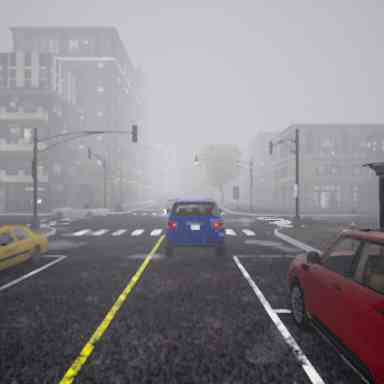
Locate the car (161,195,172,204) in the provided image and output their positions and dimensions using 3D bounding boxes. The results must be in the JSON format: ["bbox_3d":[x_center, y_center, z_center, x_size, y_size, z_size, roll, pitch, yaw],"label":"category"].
[{"bbox_3d":[-5.701,1.717,75.903,2.192,1.841,5.009,0,0,0],"label":"car"}]

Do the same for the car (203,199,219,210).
[{"bbox_3d":[2.684,1.780,47.418,2.008,1.369,4.403,0,0,0],"label":"car"}]

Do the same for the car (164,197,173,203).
[{"bbox_3d":[-5.702,2.006,81.599,1.947,1.339,4.313,0,0,0],"label":"car"}]

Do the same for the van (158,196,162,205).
[{"bbox_3d":[-5.700,1.671,64.510,1.690,1.788,3.998,0,0,0],"label":"van"}]

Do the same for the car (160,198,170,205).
[{"bbox_3d":[-5.700,1.947,70.205,1.802,1.307,4.206,0,0,0],"label":"car"}]

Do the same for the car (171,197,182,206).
[{"bbox_3d":[-3.020,1.840,65.935,1.837,1.490,4.892,0,0,0],"label":"car"}]

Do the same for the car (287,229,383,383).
[{"bbox_3d":[2.690,1.332,3.928,2.192,1.841,5.009,0,0,0],"label":"car"}]

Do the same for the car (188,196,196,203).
[{"bbox_3d":[-0.010,1.898,84.607,2.128,1.511,4.902,0,0,0],"label":"car"}]

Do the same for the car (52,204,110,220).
[{"bbox_3d":[-9.826,1.709,29.346,4.718,1.301,1.895,0,0,12],"label":"car"}]

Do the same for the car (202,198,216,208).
[{"bbox_3d":[2.683,1.703,53.115,1.967,1.590,4.097,0,0,0],"label":"car"}]

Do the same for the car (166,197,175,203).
[{"bbox_3d":[-5.703,2.031,87.295,2.008,1.369,4.403,0,0,0],"label":"car"}]

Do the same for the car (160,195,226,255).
[{"bbox_3d":[0.106,1.279,13.648,2.150,2.045,5.566,0,0,0],"label":"car"}]

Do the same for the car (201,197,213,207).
[{"bbox_3d":[2.682,1.736,58.812,1.967,1.590,4.097,0,0,0],"label":"car"}]

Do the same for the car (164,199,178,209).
[{"bbox_3d":[-3.081,1.770,49.929,1.812,1.442,4.674,0,0,0],"label":"car"}]

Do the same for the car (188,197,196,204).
[{"bbox_3d":[-0.008,1.912,74.600,1.812,1.442,4.674,0,0,0],"label":"car"}]

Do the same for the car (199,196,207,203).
[{"bbox_3d":[2.679,1.881,81.599,1.967,1.590,4.097,0,0,0],"label":"car"}]

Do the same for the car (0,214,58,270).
[{"bbox_3d":[-5.692,1.565,9.297,1.752,1.417,4.829,0,0,0],"label":"car"}]

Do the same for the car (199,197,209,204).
[{"bbox_3d":[2.680,1.953,75.901,2.008,1.369,4.403,0,0,0],"label":"car"}]
